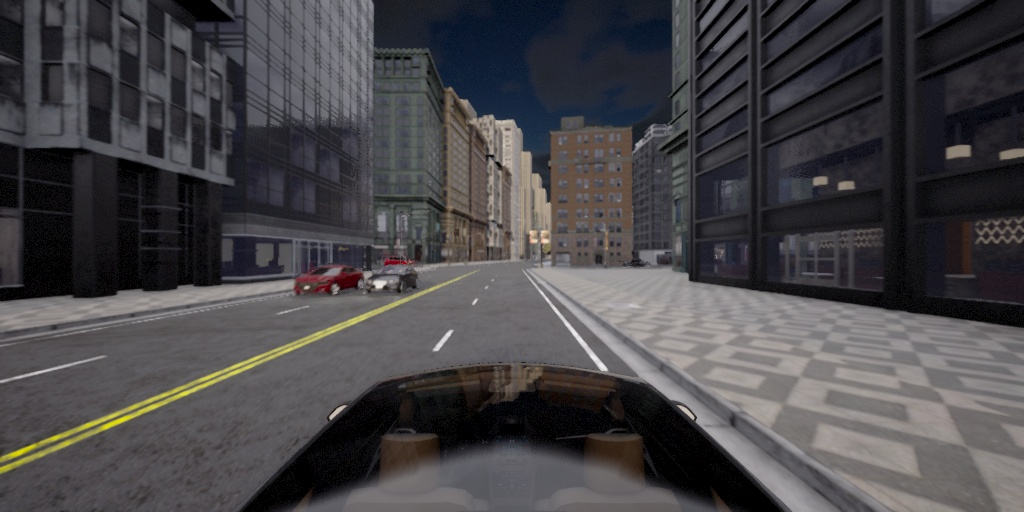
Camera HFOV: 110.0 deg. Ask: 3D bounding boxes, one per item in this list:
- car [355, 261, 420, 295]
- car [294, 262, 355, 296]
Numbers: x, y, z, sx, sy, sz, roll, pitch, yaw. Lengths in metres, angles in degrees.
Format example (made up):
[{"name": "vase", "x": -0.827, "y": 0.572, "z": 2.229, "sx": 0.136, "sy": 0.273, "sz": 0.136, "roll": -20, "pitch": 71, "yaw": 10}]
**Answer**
[{"name": "car", "x": -6.600, "y": 1.259, "z": 20.291, "sx": 2.128, "sy": 1.511, "sz": 4.902, "roll": 0, "pitch": 0, "yaw": 0}, {"name": "car", "x": -9.850, "y": 1.245, "z": 19.721, "sx": 1.882, "sy": 1.535, "sz": 5.008, "roll": 0, "pitch": 0, "yaw": 0}]
